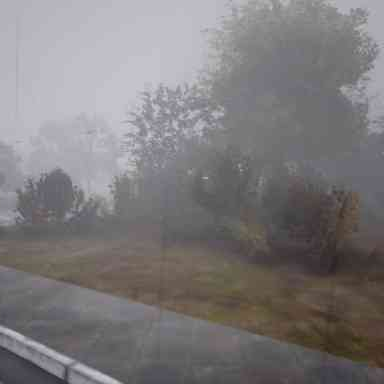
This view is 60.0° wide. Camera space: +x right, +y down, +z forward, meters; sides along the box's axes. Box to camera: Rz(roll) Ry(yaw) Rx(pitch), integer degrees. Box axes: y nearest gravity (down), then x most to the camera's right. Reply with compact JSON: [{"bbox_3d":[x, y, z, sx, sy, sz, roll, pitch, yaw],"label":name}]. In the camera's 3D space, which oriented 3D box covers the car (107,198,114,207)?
[{"bbox_3d":[-11.276,1.404,49.405,1.882,1.535,5.008,0,0,32],"label":"car"}]
